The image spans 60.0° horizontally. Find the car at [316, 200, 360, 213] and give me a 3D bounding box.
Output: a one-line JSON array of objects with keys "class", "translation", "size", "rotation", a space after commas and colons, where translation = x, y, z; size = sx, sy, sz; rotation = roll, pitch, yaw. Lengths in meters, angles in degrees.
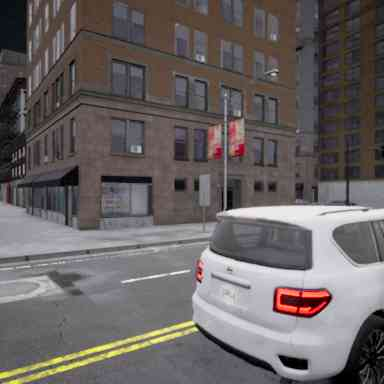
[{"class": "car", "translation": [16.945, 1.594, 38.714], "size": [1.947, 1.339, 4.313], "rotation": [0, 0, -35]}]

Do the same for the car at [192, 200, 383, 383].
[{"class": "car", "translation": [2.618, 1.222, 5.294], "size": [5.566, 2.045, 2.150], "rotation": [0, 0, -35]}]
